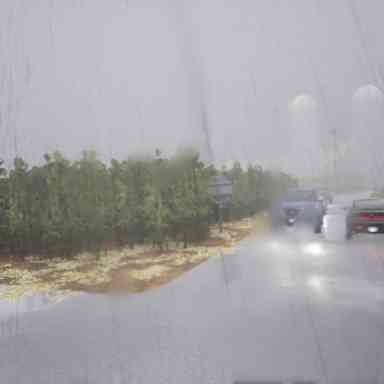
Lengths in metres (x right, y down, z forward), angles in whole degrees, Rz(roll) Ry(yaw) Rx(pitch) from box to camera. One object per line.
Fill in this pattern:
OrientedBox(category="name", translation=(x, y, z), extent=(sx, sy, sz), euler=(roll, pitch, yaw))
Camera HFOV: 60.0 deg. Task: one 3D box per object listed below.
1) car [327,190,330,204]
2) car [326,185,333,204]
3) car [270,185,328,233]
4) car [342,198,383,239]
OrientedBox(category="car", translation=(9.595, 0.891, 26.192), extent=(1.812, 1.442, 4.674), euler=(-3, 0, 24))
OrientedBox(category="car", translation=(14.782, 0.253, 37.854), extent=(2.150, 2.045, 5.566), euler=(-3, 0, 24))
OrientedBox(category="car", translation=(5.440, 0.822, 16.870), extent=(2.150, 2.045, 5.566), euler=(-3, 0, 24))
OrientedBox(category="car", translation=(7.429, 1.011, 13.816), extent=(1.837, 1.490, 4.892), euler=(-2, 0, 27))
